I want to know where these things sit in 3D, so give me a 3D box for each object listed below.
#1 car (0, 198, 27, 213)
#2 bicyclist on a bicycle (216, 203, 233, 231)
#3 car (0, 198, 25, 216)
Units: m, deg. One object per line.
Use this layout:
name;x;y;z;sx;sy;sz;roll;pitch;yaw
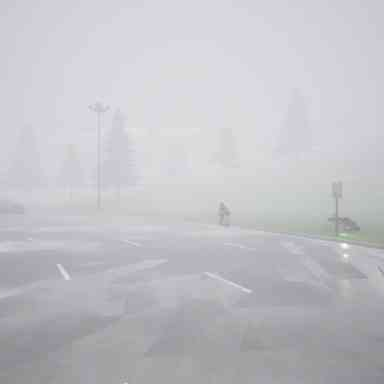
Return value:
car;-21.052;1.505;37.584;4.892;1.490;1.837;0;0;27
bicyclist on a bicycle;1.858;1.455;19.508;0.582;1.620;1.656;0;-2;-31
car;-18.051;1.526;32.079;4.674;1.442;1.812;0;0;32
